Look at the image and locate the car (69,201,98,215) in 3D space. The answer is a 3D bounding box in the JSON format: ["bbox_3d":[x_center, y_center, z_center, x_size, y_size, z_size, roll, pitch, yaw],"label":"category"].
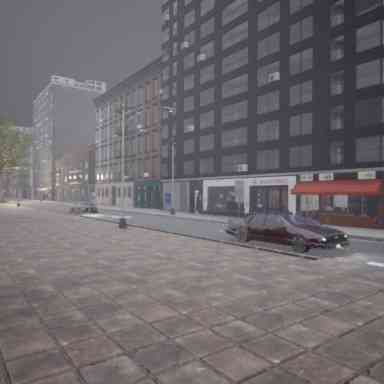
[{"bbox_3d":[-11.413,1.609,34.972,1.994,1.385,4.181,0,0,-36],"label":"car"}]

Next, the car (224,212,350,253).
[{"bbox_3d":[3.673,1.550,14.023,2.033,1.411,5.357,0,0,-36],"label":"car"}]
